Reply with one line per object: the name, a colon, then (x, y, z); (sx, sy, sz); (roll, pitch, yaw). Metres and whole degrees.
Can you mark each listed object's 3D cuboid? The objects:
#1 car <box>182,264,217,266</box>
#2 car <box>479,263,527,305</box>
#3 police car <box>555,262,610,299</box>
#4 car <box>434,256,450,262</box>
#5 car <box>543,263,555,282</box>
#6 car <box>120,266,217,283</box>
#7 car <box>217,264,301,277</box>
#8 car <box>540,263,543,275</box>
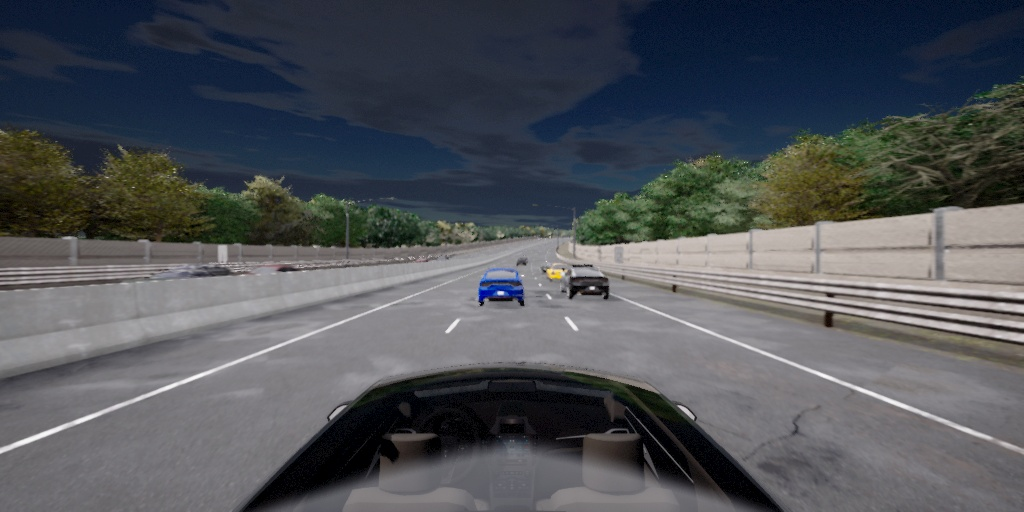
car: (-20.875, 1.277, 23.581); (2.128, 1.511, 4.902); (0, 0, 1)
car: (-0.409, 1.282, 16.461); (1.882, 1.535, 5.008); (0, 0, 0)
police car: (3.624, 1.239, 18.633); (1.930, 1.638, 5.238); (0, 0, 1)
car: (-12.367, 0.856, 63.740); (2.097, 1.767, 4.553); (0, 0, 3)
car: (3.837, 1.271, 29.603); (1.801, 1.575, 5.366); (0, 0, 1)
car: (-17.464, 1.389, 18.915); (1.895, 1.301, 4.718); (0, 0, 1)
car: (-13.927, 1.271, 20.745); (1.882, 1.535, 5.008); (0, 0, 1)
car: (4.145, 1.382, 40.330); (1.895, 1.301, 4.718); (0, 0, 2)
